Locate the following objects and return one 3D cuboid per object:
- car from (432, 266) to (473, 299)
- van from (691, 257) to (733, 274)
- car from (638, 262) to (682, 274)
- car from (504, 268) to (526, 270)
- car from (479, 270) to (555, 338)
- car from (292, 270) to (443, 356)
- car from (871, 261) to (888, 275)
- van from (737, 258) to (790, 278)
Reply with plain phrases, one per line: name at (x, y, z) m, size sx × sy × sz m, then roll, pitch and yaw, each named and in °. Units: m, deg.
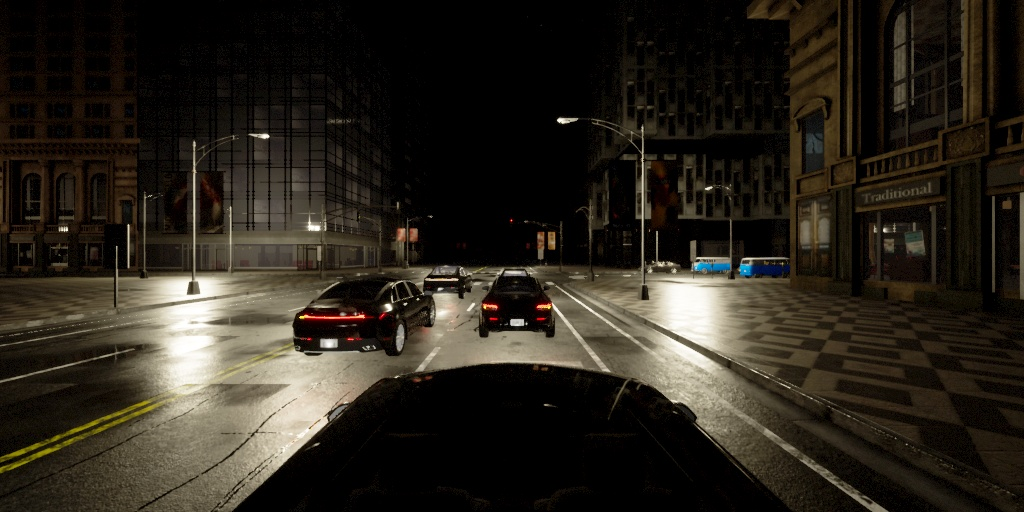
car at (-3.108, 1.241, 17.994) m, size 2.128 × 1.511 × 4.902 m, roll 0°, pitch 0°, yaw 0°
van at (21.596, 1.042, 38.790) m, size 3.998 × 1.789 × 1.690 m, roll 0°, pitch 0°, yaw 0°
car at (15.977, 1.263, 38.829) m, size 4.403 × 1.370 × 2.007 m, roll 0°, pitch 0°, yaw 0°
car at (0.146, 1.314, 18.464) m, size 1.994 × 1.385 × 4.181 m, roll 0°, pitch 0°, yaw 0°
car at (0.121, 1.276, 10.075) m, size 1.812 × 1.442 × 4.674 m, roll 0°, pitch 0°, yaw 0°
car at (-3.134, 1.255, 8.580) m, size 1.837 × 1.490 × 4.892 m, roll 0°, pitch 0°, yaw 0°
car at (32.774, 1.251, 30.186) m, size 4.207 × 1.307 × 1.802 m, roll 0°, pitch 0°, yaw 0°
van at (21.537, 1.032, 30.265) m, size 3.998 × 1.789 × 1.690 m, roll 0°, pitch 0°, yaw 0°
